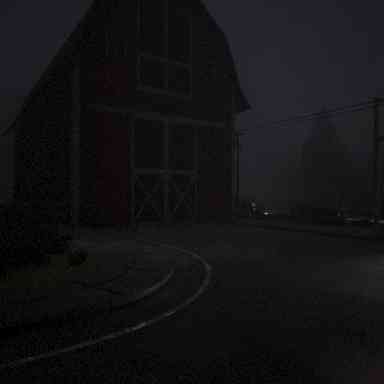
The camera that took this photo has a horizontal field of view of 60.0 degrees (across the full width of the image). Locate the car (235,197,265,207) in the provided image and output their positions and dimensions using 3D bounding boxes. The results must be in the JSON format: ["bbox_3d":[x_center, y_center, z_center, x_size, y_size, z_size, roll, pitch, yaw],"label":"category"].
[{"bbox_3d":[6.167,1.379,37.650,2.097,1.767,4.553,0,0,-34],"label":"car"}]

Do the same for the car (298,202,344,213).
[{"bbox_3d":[11.274,1.627,30.210,1.895,1.301,4.718,0,0,-34],"label":"car"}]
